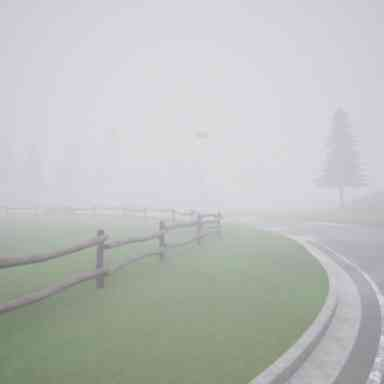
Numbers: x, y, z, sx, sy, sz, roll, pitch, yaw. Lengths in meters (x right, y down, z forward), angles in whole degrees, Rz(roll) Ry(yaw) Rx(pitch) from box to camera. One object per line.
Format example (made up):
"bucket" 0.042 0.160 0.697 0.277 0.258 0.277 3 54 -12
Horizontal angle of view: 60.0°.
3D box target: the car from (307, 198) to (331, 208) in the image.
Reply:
"car" 28.241 2.413 71.585 5.566 2.045 2.150 0 -1 -25

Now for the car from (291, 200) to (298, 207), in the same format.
"car" 25.341 2.658 77.953 4.553 1.767 2.097 0 -1 -25

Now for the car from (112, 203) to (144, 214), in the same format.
"car" -9.243 2.328 48.101 5.008 1.535 1.882 0 -1 28

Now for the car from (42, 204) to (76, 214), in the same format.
"car" -18.111 2.384 45.383 4.181 1.385 1.994 0 -1 -6

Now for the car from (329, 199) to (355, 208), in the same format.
"car" 31.627 2.665 69.296 4.902 1.511 2.128 0 -1 -25

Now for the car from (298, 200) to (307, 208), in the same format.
"car" 26.791 2.769 74.765 4.674 1.442 1.812 0 -1 -25
